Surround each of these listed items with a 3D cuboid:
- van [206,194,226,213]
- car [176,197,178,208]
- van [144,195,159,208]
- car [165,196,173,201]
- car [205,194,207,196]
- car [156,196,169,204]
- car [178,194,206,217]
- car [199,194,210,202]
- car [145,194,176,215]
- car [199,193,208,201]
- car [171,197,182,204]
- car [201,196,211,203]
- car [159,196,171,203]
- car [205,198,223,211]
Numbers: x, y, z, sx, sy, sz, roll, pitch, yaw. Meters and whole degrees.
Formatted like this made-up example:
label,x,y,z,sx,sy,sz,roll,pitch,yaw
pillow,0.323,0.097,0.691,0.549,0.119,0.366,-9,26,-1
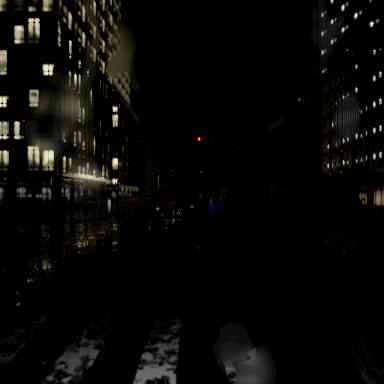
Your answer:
label,x,y,z,sx,sy,sz,roll,pitch,yaw
van,2.739,1.341,36.076,1.690,1.788,3.998,0,0,0
car,-3.111,1.525,45.663,1.812,1.442,4.674,0,0,1
van,-5.696,1.341,47.195,1.690,1.788,3.998,0,0,0
car,-5.521,1.578,80.431,1.802,1.307,4.206,0,0,0
car,2.772,1.314,63.769,2.192,1.841,5.009,0,0,0
car,-5.609,1.565,63.813,1.947,1.339,4.313,0,0,0
car,0.011,1.352,31.549,2.097,1.767,4.553,0,0,0
car,2.831,1.312,74.848,2.192,1.841,5.009,0,0,0
car,-3.178,1.222,33.770,2.150,2.045,5.566,0,0,0
car,2.890,1.310,85.926,2.192,1.841,5.009,0,0,0
car,-2.930,1.600,65.502,1.895,1.301,4.718,0,0,1
car,2.800,1.543,69.308,1.887,1.381,4.507,0,0,0
car,-5.580,1.549,69.351,2.008,1.369,4.403,0,0,0
car,2.677,1.544,41.615,1.887,1.381,4.507,0,0,0
